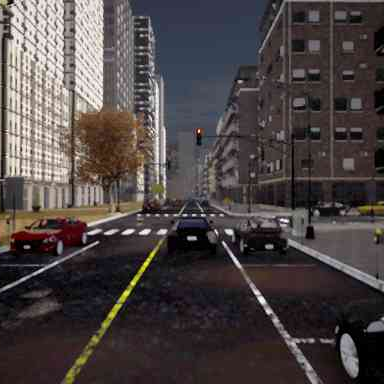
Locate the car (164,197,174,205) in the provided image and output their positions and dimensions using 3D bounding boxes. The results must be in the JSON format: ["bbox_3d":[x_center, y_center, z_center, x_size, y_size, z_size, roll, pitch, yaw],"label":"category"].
[{"bbox_3d":[-5.715,2.208,84.771,2.192,1.841,5.009,0,-1,0],"label":"car"}]

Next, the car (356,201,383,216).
[{"bbox_3d":[18.814,1.573,33.194,4.829,1.417,1.752,-1,0,-1],"label":"car"}]

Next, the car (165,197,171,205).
[{"bbox_3d":[-5.713,2.396,79.247,1.947,1.339,4.313,0,-1,0],"label":"car"}]

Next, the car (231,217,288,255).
[{"bbox_3d":[2.685,1.685,13.727,2.008,1.369,4.403,0,-1,0],"label":"car"}]

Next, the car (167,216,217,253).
[{"bbox_3d":[0.001,1.705,14.305,1.994,1.385,4.181,0,-1,0],"label":"car"}]

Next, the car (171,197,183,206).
[{"bbox_3d":[-3.019,2.226,71.918,1.882,1.535,5.008,0,-1,0],"label":"car"}]

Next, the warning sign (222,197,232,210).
[{"bbox_3d":[5.056,1.607,48.243,1.300,1.860,1.060,0,-1,0],"label":"warning sign"}]

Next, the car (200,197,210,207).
[{"bbox_3d":[2.671,2.273,68.203,1.947,1.339,4.313,0,-1,0],"label":"car"}]

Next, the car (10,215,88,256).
[{"bbox_3d":[-5.695,1.679,13.725,1.887,1.381,4.507,0,-1,0],"label":"car"}]

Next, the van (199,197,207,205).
[{"bbox_3d":[2.667,2.171,79.251,1.690,1.788,3.998,0,-1,0],"label":"van"}]

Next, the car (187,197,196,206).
[{"bbox_3d":[-0.020,2.319,74.565,1.994,1.385,4.181,0,-1,0],"label":"car"}]

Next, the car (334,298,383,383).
[{"bbox_3d":[2.689,1.578,2.661,2.008,1.369,4.403,0,-1,0],"label":"car"}]

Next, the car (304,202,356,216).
[{"bbox_3d":[13.417,1.672,33.137,4.403,1.369,2.008,-1,0,-1],"label":"car"}]

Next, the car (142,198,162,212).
[{"bbox_3d":[-5.705,1.784,46.113,2.192,1.841,5.009,0,-1,0],"label":"car"}]

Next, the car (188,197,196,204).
[{"bbox_3d":[-0.023,2.111,85.828,2.097,1.767,4.553,0,-1,0],"label":"car"}]

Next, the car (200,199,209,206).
[{"bbox_3d":[2.669,2.295,73.896,1.752,1.417,4.829,0,-1,0],"label":"car"}]
